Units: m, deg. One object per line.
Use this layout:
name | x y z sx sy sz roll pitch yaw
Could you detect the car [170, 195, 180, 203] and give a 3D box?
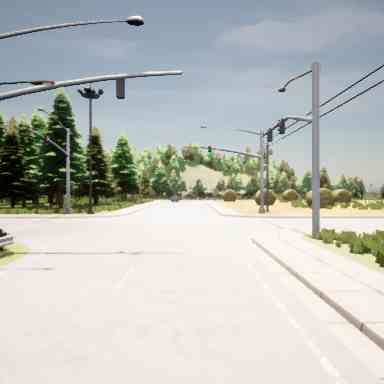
car | -3.500 1.492 69.227 1.837 1.490 4.892 0 0 0
